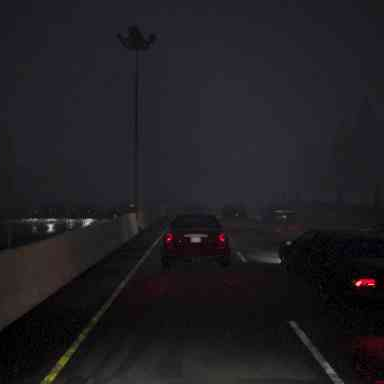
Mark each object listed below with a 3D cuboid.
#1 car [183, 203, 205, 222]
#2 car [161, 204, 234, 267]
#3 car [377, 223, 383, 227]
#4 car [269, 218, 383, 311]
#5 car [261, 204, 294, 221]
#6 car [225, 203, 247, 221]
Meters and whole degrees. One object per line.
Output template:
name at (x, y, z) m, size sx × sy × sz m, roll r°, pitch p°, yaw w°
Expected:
car at (0.180, 1.766, 29.280) m, size 1.812 × 1.442 × 4.674 m, roll 0°, pitch 0°, yaw 0°
car at (0.126, 1.450, 11.955) m, size 2.097 × 1.767 × 4.553 m, roll 0°, pitch -1°, yaw 0°
car at (7.126, 1.705, 11.435) m, size 1.895 × 1.301 × 4.718 m, roll 0°, pitch 0°, yaw 0°
car at (3.607, 1.620, 8.177) m, size 2.033 × 1.411 × 5.357 m, roll 0°, pitch 0°, yaw 0°
car at (7.185, 1.732, 28.232) m, size 2.128 × 1.511 × 4.902 m, roll 0°, pitch 0°, yaw 0°
car at (3.693, 1.727, 29.808) m, size 1.882 × 1.535 × 5.008 m, roll 0°, pitch 0°, yaw 0°
